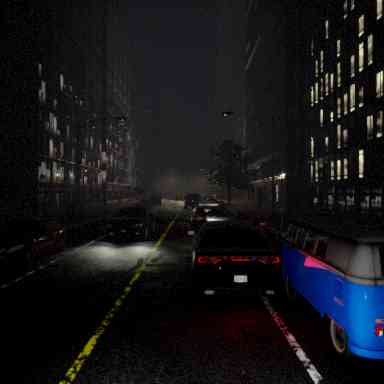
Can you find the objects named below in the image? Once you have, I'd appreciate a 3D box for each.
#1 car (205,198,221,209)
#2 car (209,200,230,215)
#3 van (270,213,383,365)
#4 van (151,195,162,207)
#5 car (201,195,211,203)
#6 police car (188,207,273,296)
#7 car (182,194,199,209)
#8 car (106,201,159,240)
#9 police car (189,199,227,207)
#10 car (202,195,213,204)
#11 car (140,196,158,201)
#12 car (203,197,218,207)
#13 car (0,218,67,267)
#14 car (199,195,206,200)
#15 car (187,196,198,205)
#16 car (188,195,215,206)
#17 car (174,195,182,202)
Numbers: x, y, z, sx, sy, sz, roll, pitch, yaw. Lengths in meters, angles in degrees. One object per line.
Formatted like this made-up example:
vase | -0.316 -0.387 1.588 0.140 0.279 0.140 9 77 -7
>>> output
car | 2.801 1.544 45.543 2.008 1.369 4.403 0 0 0
car | 2.773 1.581 34.158 1.802 1.307 4.206 0 0 0
van | 2.704 1.341 5.697 1.690 1.788 3.998 0 0 0
van | -5.566 1.328 51.260 1.690 1.788 3.998 0 0 0
car | 2.856 1.401 68.313 1.967 1.590 4.097 0 0 0
police car | 0.921 1.425 8.830 1.930 1.638 5.238 0 0 0
car | 0.112 1.215 44.930 2.150 2.045 5.566 0 0 0
car | -3.058 1.477 17.375 1.882 1.535 5.008 0 0 0
police car | 0.946 1.425 18.830 1.930 1.638 5.238 0 0 0
car | 2.842 1.410 62.621 1.967 1.590 4.097 0 0 0
car | -5.594 1.548 39.875 2.008 1.369 4.403 0 0 0
car | 2.814 1.538 51.236 2.008 1.369 4.403 0 0 0
car | -5.663 1.582 11.411 1.802 1.307 4.206 0 0 0
car | 2.911 1.463 91.083 1.887 1.381 4.507 0 0 0
car | 0.143 1.480 59.484 1.837 1.490 4.892 0 0 0
car | 0.959 1.351 24.691 2.097 1.767 4.553 0 0 0
car | -2.824 1.458 73.033 1.837 1.490 4.892 0 0 0
